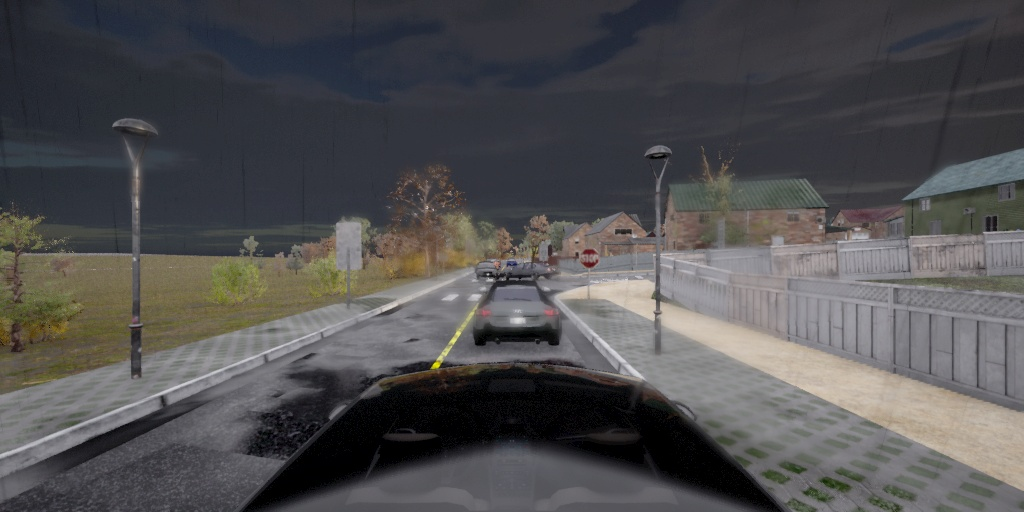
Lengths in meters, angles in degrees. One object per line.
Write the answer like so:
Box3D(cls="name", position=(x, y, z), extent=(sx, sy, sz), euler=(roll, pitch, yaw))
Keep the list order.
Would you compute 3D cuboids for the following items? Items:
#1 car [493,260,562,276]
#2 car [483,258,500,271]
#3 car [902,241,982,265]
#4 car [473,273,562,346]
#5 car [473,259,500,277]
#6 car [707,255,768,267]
Box3D(cls="car", position=(1.316, 1.198, 28.455), extent=(5.357, 1.411, 2.033), euler=(-4, -3, 43))
Box3D(cls="car", position=(-2.885, 1.121, 51.181), extent=(2.097, 1.767, 4.553), euler=(0, 0, 1))
Box3D(cls="car", position=(23.874, -0.208, 20.426), extent=(4.902, 1.511, 2.128), euler=(-3, 0, 14))
Box3D(cls="car", position=(0.096, 1.313, 9.439), extent=(1.994, 1.385, 4.181), euler=(0, 0, -1))
Box3D(cls="car", position=(-2.273, 1.258, 31.363), extent=(1.837, 1.490, 4.892), euler=(0, 0, -8))
Box3D(cls="car", position=(14.371, 0.413, 22.841), extent=(4.181, 1.385, 1.994), euler=(-3, 0, 16))
